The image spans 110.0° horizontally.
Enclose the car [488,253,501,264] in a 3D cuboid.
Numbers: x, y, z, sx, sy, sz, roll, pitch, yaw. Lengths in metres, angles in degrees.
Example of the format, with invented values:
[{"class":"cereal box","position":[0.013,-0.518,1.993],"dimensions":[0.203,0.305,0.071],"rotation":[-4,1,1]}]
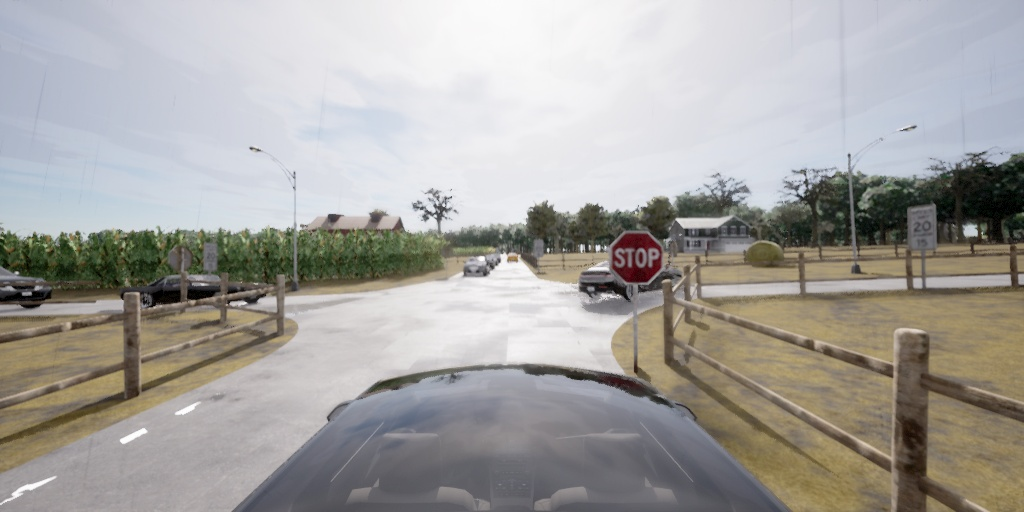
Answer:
[{"class":"car","position":[-2.767,0.369,58.513],"dimensions":[1.882,1.535,5.008],"rotation":[0,1,0]}]

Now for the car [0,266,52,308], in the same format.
[{"class":"car","position":[-22.609,1.255,14.669],"dimensions":[5.566,2.045,2.150],"rotation":[-1,-1,0]}]

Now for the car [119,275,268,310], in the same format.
[{"class":"car","position":[-12.747,1.418,14.656],"dimensions":[4.718,1.301,1.895],"rotation":[-1,-1,0]}]

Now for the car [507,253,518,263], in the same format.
[{"class":"car","position":[0.101,0.315,62.093],"dimensions":[1.882,1.535,5.008],"rotation":[0,1,0]}]

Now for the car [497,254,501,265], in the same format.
[{"class":"car","position":[-2.836,0.570,48.435],"dimensions":[1.812,1.442,4.674],"rotation":[0,1,0]}]

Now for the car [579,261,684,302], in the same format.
[{"class":"car","position":[4.688,0.820,13.709],"dimensions":[4.902,1.511,2.128],"rotation":[-3,-1,-35]}]

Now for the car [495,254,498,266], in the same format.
[{"class":"car","position":[-2.842,0.785,39.248],"dimensions":[1.895,1.301,4.718],"rotation":[0,1,0]}]

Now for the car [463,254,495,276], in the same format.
[{"class":"car","position":[-2.890,0.817,30.053],"dimensions":[2.128,1.511,4.902],"rotation":[0,1,1]}]
